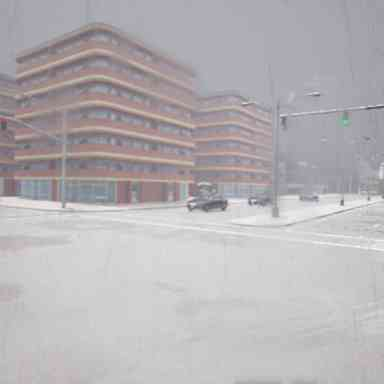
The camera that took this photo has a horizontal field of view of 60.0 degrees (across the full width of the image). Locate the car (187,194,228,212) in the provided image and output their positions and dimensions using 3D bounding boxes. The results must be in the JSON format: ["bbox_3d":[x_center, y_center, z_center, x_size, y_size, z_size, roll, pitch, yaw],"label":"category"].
[{"bbox_3d":[1.465,0.933,29.544,2.128,1.511,4.902,2,1,35],"label":"car"}]

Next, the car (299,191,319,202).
[{"bbox_3d":[19.336,0.661,54.934,2.097,1.767,4.553,2,1,35],"label":"car"}]

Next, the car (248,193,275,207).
[{"bbox_3d":[8.264,0.882,39.246,2.128,1.511,4.902,2,1,35],"label":"car"}]
